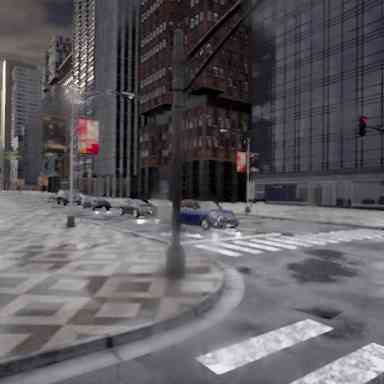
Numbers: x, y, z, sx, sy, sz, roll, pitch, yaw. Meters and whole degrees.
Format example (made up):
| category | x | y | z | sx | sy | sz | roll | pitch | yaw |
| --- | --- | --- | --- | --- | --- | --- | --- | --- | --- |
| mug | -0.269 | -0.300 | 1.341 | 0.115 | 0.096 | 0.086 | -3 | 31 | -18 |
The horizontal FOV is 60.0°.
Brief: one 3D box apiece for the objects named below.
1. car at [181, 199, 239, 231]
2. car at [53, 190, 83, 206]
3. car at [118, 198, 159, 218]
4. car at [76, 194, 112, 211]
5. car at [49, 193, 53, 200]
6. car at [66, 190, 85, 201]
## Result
| category | x | y | z | sx | sy | sz | roll | pitch | yaw |
| --- | --- | --- | --- | --- | --- | --- | --- | --- | --- |
| car | 0.758 | 1.260 | 20.164 | 2.097 | 1.767 | 4.553 | 1 | 0 | -35 |
| car | -16.598 | 0.748 | 44.870 | 2.150 | 2.045 | 5.566 | 1 | 0 | -35 |
| car | -4.529 | 1.295 | 27.664 | 1.837 | 1.490 | 4.892 | 1 | 0 | -35 |
| car | -10.468 | 1.207 | 36.100 | 2.033 | 1.411 | 5.357 | 1 | 0 | -35 |
| car | -26.251 | 0.844 | 64.467 | 2.033 | 1.411 | 5.357 | 1 | 0 | -35 |
| car | -23.086 | 0.568 | 65.607 | 2.150 | 2.045 | 5.566 | 1 | 0 | -35 |
